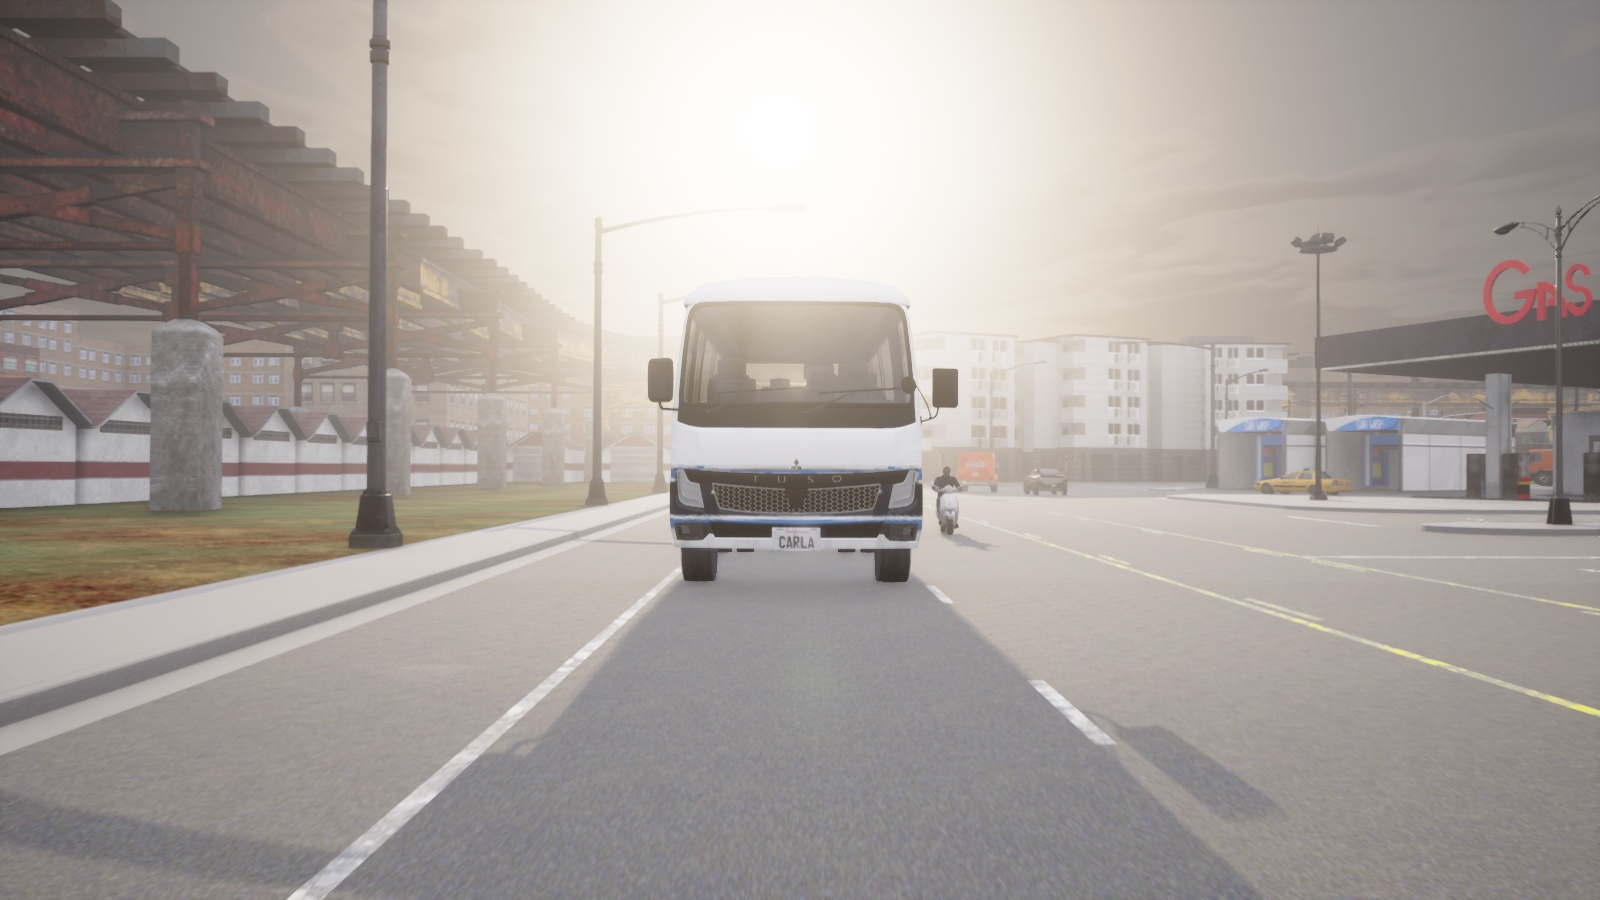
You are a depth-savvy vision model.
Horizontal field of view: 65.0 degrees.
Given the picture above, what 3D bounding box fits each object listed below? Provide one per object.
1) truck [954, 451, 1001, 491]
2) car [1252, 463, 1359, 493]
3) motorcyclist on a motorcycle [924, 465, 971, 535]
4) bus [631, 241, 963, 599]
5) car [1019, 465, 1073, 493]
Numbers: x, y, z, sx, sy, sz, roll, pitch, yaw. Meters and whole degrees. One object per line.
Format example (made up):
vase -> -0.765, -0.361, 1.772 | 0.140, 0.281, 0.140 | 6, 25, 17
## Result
truck -> 11.288, 1.314, 79.490 | 2.627, 2.467, 5.204 | -1, -1, 11
car -> 27.717, 1.539, 69.062 | 1.801, 1.575, 5.366 | 0, -1, -35
motorcyclist on a motorcycle -> 3.427, 1.137, 29.269 | 0.866, 1.590, 1.817 | 0, -1, 0
bus -> -0.056, -0.297, 20.107 | 3.944, 4.253, 10.273 | 0, -1, 0
car -> 13.846, 1.636, 70.962 | 2.128, 1.511, 4.902 | 0, -1, 0
